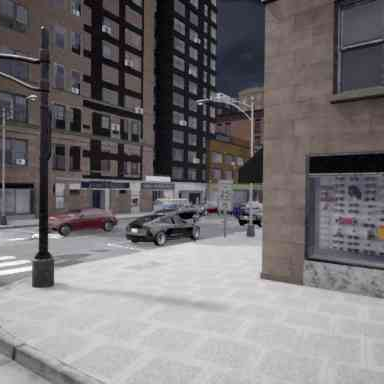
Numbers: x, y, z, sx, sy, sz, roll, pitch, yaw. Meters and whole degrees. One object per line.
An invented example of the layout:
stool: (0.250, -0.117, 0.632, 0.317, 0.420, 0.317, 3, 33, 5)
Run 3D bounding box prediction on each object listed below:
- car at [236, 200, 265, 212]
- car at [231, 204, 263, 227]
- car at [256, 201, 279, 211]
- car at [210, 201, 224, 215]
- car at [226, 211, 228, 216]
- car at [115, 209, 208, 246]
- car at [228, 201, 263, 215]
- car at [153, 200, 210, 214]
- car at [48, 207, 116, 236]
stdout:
car: (7.701, 1.822, 43.581, 1.752, 1.417, 4.829, 0, 0, 36)
car: (5.085, 1.850, 25.355, 1.947, 1.339, 4.313, 0, 0, 36)
car: (11.011, 1.930, 48.180, 1.802, 1.307, 4.206, 0, 0, 36)
car: (1.379, 1.644, 34.797, 1.967, 1.590, 4.097, 0, 0, 36)
car: (5.084, 1.812, 35.530, 2.033, 1.411, 5.357, 1, 0, 36)
car: (-1.338, 1.764, 16.433, 1.947, 1.339, 4.313, 0, 0, 36)
car: (5.682, 1.760, 30.896, 1.882, 1.535, 5.008, 1, 0, 36)
car: (-1.015, 1.672, 27.066, 2.128, 1.511, 4.902, 1, 0, 36)
car: (-6.479, 1.633, 19.474, 1.812, 1.442, 4.674, 1, 0, 37)
